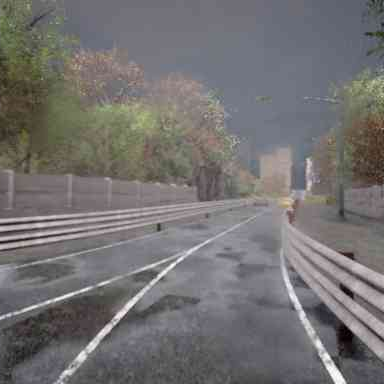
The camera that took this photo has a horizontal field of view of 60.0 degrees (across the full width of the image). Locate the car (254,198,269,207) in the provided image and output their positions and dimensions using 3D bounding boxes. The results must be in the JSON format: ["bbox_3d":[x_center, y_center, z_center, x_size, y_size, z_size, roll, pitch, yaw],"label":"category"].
[{"bbox_3d":[10.883,1.658,51.924,1.994,1.385,4.181,1,0,18],"label":"car"}]

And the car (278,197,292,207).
[{"bbox_3d":[15.140,1.656,54.358,1.882,1.535,5.008,1,0,18],"label":"car"}]

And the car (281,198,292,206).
[{"bbox_3d":[18.307,1.816,64.173,1.812,1.442,4.674,1,-1,18],"label":"car"}]
